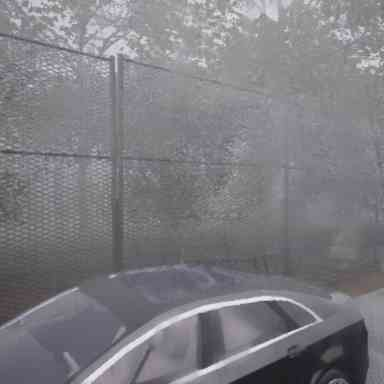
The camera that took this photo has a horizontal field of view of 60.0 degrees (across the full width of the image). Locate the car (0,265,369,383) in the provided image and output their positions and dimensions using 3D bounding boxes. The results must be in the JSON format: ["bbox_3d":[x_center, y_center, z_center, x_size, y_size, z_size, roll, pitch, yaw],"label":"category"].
[{"bbox_3d":[-0.458,1.492,2.739,4.902,1.511,2.128,0,0,-35],"label":"car"}]
